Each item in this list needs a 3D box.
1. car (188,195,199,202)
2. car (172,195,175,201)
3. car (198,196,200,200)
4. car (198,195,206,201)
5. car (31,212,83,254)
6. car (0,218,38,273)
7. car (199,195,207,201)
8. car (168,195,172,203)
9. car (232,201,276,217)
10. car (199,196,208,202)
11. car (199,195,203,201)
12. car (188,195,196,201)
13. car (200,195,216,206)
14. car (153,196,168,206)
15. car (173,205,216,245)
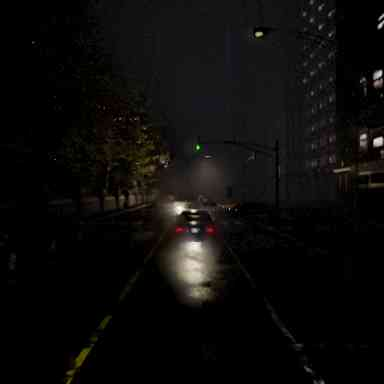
[{"bbox_3d":[-0.002,1.559,78.262,1.882,1.535,5.008,0,0,0],"label":"car"},{"bbox_3d":[-5.689,1.618,79.385,1.752,1.417,4.829,0,0,0],"label":"car"},{"bbox_3d":[2.691,1.629,62.658,1.947,1.339,4.313,0,0,0],"label":"car"},{"bbox_3d":[2.691,1.557,90.819,1.967,1.590,4.097,0,0,0],"label":"car"},{"bbox_3d":[-5.817,1.552,13.474,1.887,1.381,4.507,0,0,0],"label":"car"},{"bbox_3d":[-5.766,1.555,7.934,2.008,1.369,4.403,0,0,0],"label":"car"},{"bbox_3d":[2.691,1.544,85.187,1.967,1.590,4.097,0,0,0],"label":"car"},{"bbox_3d":[-5.689,1.512,68.290,1.967,1.590,4.097,0,0,0],"label":"car"},{"bbox_3d":[5.755,1.512,30.561,4.181,1.385,1.994,-2,-1,-27],"label":"car"},{"bbox_3d":[2.691,1.637,79.555,1.887,1.381,4.507,0,0,0],"label":"car"},{"bbox_3d":[2.691,1.620,57.025,1.947,1.339,4.313,0,0,0],"label":"car"},{"bbox_3d":[-0.001,1.526,88.678,2.033,1.411,5.357,0,0,0],"label":"car"},{"bbox_3d":[2.691,1.612,51.392,1.947,1.339,4.313,0,0,0],"label":"car"},{"bbox_3d":[-5.690,1.636,57.025,1.802,1.307,4.206,0,0,0],"label":"car"},{"bbox_3d":[0.100,1.556,15.445,2.033,1.411,5.357,0,0,0],"label":"car"}]
